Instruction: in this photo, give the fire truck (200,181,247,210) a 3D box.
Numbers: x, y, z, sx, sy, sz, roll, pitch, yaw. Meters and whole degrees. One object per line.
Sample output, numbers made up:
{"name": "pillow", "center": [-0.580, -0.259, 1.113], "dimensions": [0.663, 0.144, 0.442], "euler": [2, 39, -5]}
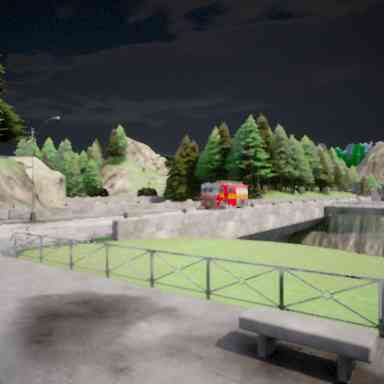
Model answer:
{"name": "fire truck", "center": [4.585, 0.428, 46.169], "dimensions": [2.891, 3.827, 8.468], "euler": [0, 0, 36]}
